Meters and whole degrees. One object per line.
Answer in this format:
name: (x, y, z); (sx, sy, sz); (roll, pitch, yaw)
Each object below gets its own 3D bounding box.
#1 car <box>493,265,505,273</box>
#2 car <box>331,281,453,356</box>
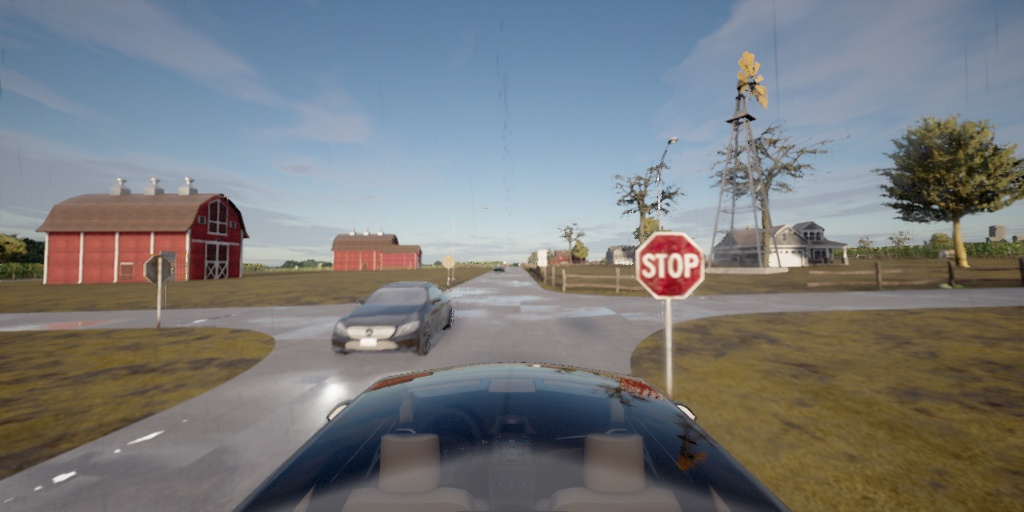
car: (-2.123, 2.104, 58.588); (1.895, 1.301, 4.718); (0, -1, 1)
car: (-2.664, 1.389, 9.041); (1.812, 1.442, 4.674); (0, -1, 1)
